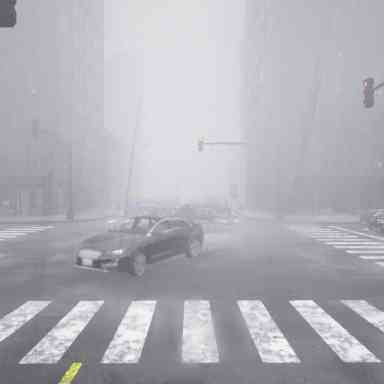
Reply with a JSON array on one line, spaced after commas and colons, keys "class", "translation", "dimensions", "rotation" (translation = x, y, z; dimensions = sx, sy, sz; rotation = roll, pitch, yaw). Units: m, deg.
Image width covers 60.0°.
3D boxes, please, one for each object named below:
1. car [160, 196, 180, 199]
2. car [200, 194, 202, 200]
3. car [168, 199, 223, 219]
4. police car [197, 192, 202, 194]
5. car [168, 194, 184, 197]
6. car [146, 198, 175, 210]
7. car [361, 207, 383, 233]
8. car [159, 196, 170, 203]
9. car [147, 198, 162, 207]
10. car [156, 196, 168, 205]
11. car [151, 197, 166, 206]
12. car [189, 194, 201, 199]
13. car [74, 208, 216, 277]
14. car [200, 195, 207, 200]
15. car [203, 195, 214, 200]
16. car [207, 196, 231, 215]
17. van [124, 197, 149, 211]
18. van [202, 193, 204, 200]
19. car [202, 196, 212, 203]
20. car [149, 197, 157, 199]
[{"class": "car", "translation": [-2.890, 1.603, 43.189], "dimensions": [1.895, 1.301, 4.718], "rotation": [0, 0, 1]}, {"class": "car", "translation": [2.968, 1.527, 61.907], "dimensions": [1.752, 1.417, 4.829], "rotation": [0, 0, 0]}, {"class": "car", "translation": [0.141, 1.548, 25.911], "dimensions": [2.033, 1.411, 5.357], "rotation": [0, 0, -21]}, {"class": "police car", "translation": [2.754, 1.421, 79.498], "dimensions": [1.930, 1.638, 5.238], "rotation": [0, 0, 0]}, {"class": "car", "translation": [-2.829, 1.550, 53.879], "dimensions": [2.033, 1.411, 5.357], "rotation": [0, 0, 1]}, {"class": "car", "translation": [-2.940, 1.602, 33.206], "dimensions": [1.895, 1.301, 4.718], "rotation": [0, 0, 3]}, {"class": "car", "translation": [11.832, 1.368, 17.445], "dimensions": [4.553, 1.767, 2.097], "rotation": [0, 0, 0]}, {"class": "car", "translation": [-5.530, 1.566, 67.441], "dimensions": [1.947, 1.339, 4.313], "rotation": [0, 0, 0]}, {"class": "car", "translation": [-5.614, 1.585, 50.436], "dimensions": [1.802, 1.307, 4.206], "rotation": [0, 0, 0]}, {"class": "car", "translation": [-5.559, 1.527, 61.603], "dimensions": [1.752, 1.417, 4.829], "rotation": [0, 0, 0]}, {"class": "car", "translation": [-5.586, 1.568, 56.105], "dimensions": [1.947, 1.339, 4.313], "rotation": [0, 0, 0]}, {"class": "car", "translation": [0.311, 1.527, 63.797], "dimensions": [1.812, 1.442, 4.674], "rotation": [0, 0, 0]}, {"class": "car", "translation": [-1.390, 1.494, 10.474], "dimensions": [2.128, 1.511, 4.902], "rotation": [0, 0, 31]}, {"class": "car", "translation": [3.108, 1.557, 90.084], "dimensions": [1.947, 1.339, 4.313], "rotation": [0, 0, 0]}, {"class": "car", "translation": [2.883, 1.443, 44.730], "dimensions": [1.967, 1.590, 4.097], "rotation": [0, 0, 0]}, {"class": "car", "translation": [2.828, 1.442, 33.392], "dimensions": [1.967, 1.590, 4.097], "rotation": [0, 0, 0]}, {"class": "van", "translation": [-5.698, 1.343, 33.431], "dimensions": [1.690, 1.788, 3.998], "rotation": [0, 0, 0]}, {"class": "van", "translation": [2.939, 1.343, 56.068], "dimensions": [1.690, 1.788, 3.998], "rotation": [0, 0, 0]}, {"class": "car", "translation": [2.996, 1.551, 67.407], "dimensions": [2.008, 1.369, 4.403], "rotation": [0, 0, 0]}, {"class": "car", "translation": [-5.670, 1.442, 39.100], "dimensions": [1.967, 1.590, 4.097], "rotation": [0, 0, 0]}]
